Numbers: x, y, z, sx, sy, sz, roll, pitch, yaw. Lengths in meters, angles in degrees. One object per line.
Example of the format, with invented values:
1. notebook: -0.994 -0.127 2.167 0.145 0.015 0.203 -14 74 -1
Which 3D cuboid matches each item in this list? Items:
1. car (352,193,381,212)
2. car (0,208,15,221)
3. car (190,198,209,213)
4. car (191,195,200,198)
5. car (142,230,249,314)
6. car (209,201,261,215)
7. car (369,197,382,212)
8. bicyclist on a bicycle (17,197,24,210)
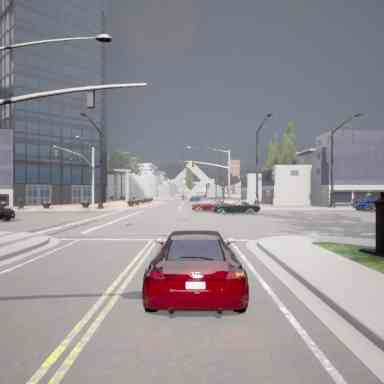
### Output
1. car: 20.965 1.171 37.121 5.566 2.045 2.150 0 0 0
2. car: -16.597 1.587 26.143 5.008 1.535 1.882 -1 0 0
3. car: 2.261 1.608 36.981 4.718 1.301 1.895 0 0 0
4. car: 0.785 1.524 77.306 1.812 1.442 4.674 0 0 12
5. car: 0.075 1.564 7.685 1.994 1.385 4.181 0 0 0
6. car: 4.375 1.603 33.498 4.718 1.301 1.895 0 0 0
7. car: 20.798 1.514 33.618 4.181 1.385 1.994 0 0 -1
8. bicyclist on a bicycle: -21.975 1.466 42.578 0.582 1.620 1.656 -1 0 0
